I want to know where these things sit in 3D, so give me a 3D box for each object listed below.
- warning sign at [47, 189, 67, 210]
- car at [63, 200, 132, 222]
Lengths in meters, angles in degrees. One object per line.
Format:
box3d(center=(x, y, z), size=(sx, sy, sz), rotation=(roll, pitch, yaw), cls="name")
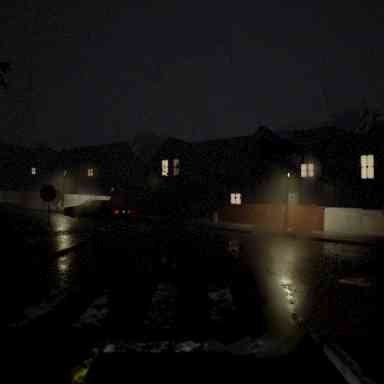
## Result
box3d(center=(-12.269, 0.681, 30.230), size=(1.060, 1.860, 1.300), rotation=(-1, 1, 32), cls="warning sign")
box3d(center=(-6.906, 1.317, 24.204), size=(5.357, 1.411, 2.033), rotation=(2, 0, 30), cls="car")
